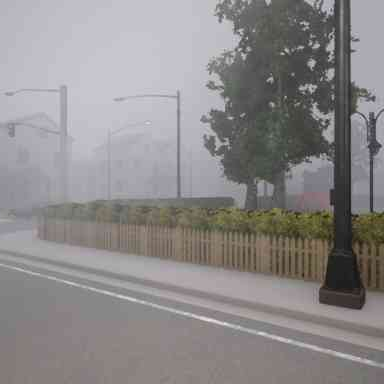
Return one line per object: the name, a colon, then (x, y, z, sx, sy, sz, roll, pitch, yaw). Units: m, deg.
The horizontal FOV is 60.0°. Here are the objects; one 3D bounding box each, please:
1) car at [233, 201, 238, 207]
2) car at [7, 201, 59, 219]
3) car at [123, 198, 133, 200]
car: (5.067, 1.600, 49.276, 1.895, 1.301, 4.718, 0, 0, 35)
car: (-13.231, 1.547, 29.448, 2.033, 1.411, 5.357, 0, 0, 35)
car: (-7.286, 1.491, 37.992, 2.128, 1.511, 4.902, 0, 0, 35)
